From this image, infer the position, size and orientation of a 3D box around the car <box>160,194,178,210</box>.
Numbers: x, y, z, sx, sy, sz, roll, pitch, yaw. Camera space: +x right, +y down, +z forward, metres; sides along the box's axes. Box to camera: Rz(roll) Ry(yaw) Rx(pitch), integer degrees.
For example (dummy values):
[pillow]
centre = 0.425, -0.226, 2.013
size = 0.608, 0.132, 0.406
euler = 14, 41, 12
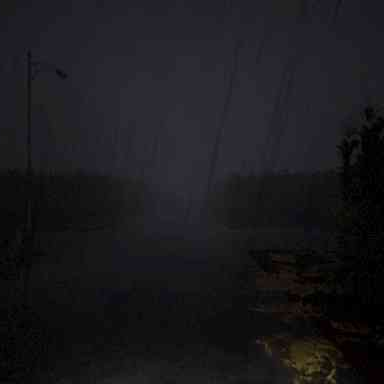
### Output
[car]
centre = -3.103, 1.359, 46.118
size = 2.150, 2.045, 5.566
euler = 0, -1, 0
